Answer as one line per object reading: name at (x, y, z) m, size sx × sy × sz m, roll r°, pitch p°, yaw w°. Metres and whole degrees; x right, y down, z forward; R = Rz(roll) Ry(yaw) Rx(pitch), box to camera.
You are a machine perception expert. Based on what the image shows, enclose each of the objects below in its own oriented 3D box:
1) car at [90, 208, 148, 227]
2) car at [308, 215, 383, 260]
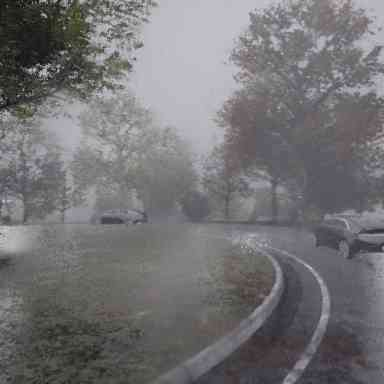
car at (-6.078, 2.110, 27.780) m, size 4.902 × 1.511 × 2.128 m, roll -1°, pitch -1°, yaw 16°
car at (6.230, 1.666, 13.215) m, size 2.128 × 1.511 × 4.902 m, roll 0°, pitch -1°, yaw -2°
